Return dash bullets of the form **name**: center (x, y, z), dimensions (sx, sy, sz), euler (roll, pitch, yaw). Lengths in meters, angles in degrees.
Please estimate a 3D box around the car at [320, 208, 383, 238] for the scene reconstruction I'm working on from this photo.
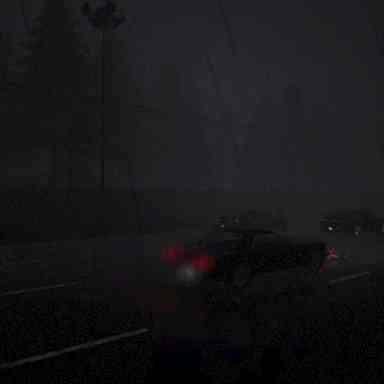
- **car**: center (9.274, 1.678, 18.946), dimensions (4.892, 1.490, 1.837), euler (0, 0, -35)

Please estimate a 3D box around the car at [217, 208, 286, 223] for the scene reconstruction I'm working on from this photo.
- **car**: center (3.527, 1.655, 19.152), dimensions (4.674, 1.442, 1.812), euler (0, 0, -35)

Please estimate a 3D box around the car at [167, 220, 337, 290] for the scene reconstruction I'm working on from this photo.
- **car**: center (1.757, 1.664, 9.311), dimensions (4.718, 1.301, 1.895), euler (1, 0, -35)
